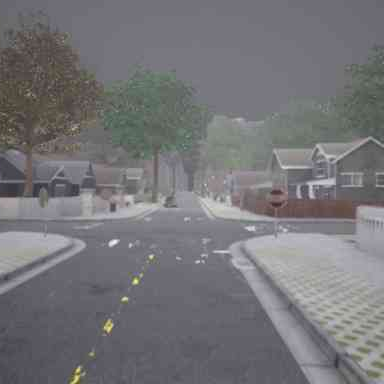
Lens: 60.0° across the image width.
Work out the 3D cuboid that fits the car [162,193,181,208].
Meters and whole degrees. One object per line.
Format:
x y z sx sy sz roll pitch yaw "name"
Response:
-2.770 1.365 43.898 1.837 1.490 4.892 0 2 0 "car"
